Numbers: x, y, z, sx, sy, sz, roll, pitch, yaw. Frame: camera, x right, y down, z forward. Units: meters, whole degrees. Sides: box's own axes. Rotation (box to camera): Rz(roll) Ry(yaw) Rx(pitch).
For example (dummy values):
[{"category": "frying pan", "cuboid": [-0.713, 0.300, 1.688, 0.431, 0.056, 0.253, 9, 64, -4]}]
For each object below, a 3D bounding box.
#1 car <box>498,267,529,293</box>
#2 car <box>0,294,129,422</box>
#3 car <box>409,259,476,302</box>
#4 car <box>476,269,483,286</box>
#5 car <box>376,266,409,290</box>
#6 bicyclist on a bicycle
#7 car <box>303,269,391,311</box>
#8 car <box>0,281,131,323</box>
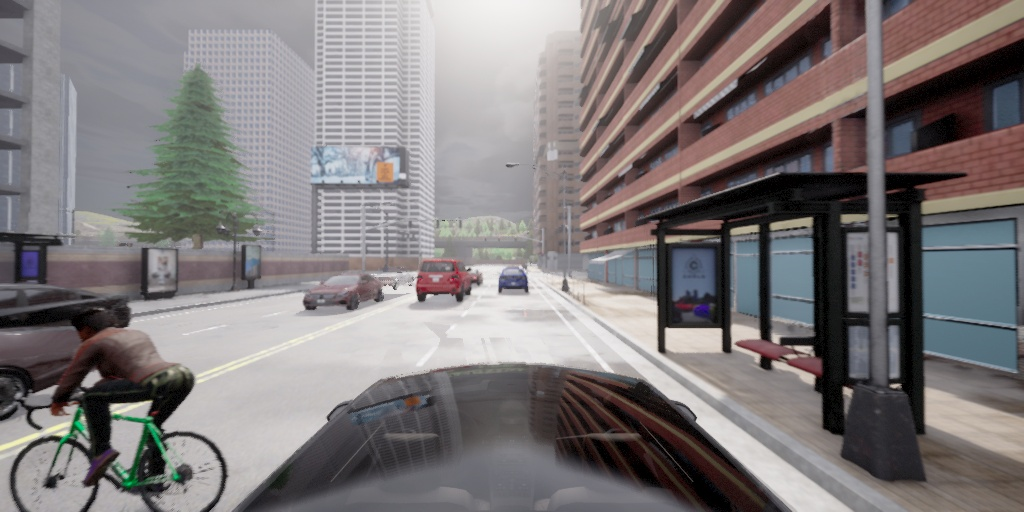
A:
[{"category": "car", "cuboid": [0.079, 1.521, 23.767, 1.882, 1.535, 5.008, 0, -1, 0]}, {"category": "car", "cuboid": [-7.099, 1.315, 2.977, 2.033, 1.411, 5.357, 0, -1, 0]}, {"category": "car", "cuboid": [-3.419, 1.199, 18.790, 2.150, 2.045, 5.566, 0, -1, 0]}, {"category": "car", "cuboid": [-3.425, 1.721, 29.500, 1.895, 1.301, 4.718, 0, -1, 0]}, {"category": "car", "cuboid": [-7.017, 1.212, 20.681, 1.895, 1.301, 4.718, 0, -1, 0]}, {"category": "bicyclist on a bicycle", "cuboid": [-2.988, 1.218, 2.713, 1.656, 1.620, 0.582, -2, -1, 0]}, {"category": "car", "cuboid": [-7.107, 1.461, 15.679, 1.812, 1.442, 4.674, 0, -1, 0]}, {"category": "car", "cuboid": [-10.593, 1.297, 6.930, 1.882, 1.535, 5.008, 0, -1, 0]}]
